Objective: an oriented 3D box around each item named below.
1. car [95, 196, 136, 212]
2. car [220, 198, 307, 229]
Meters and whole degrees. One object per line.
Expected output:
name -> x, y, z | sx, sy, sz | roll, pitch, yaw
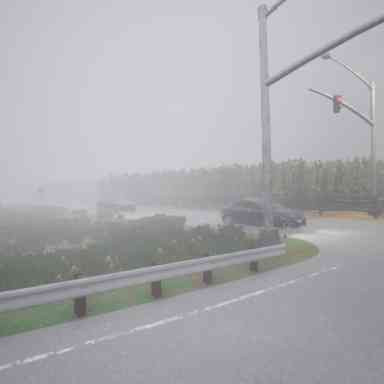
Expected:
car -> -6.834, 1.101, 29.503 | 1.882, 1.535, 5.008 | -3, 2, -40
car -> 3.458, 1.081, 16.936 | 1.837, 1.490, 4.892 | -3, 2, -35
